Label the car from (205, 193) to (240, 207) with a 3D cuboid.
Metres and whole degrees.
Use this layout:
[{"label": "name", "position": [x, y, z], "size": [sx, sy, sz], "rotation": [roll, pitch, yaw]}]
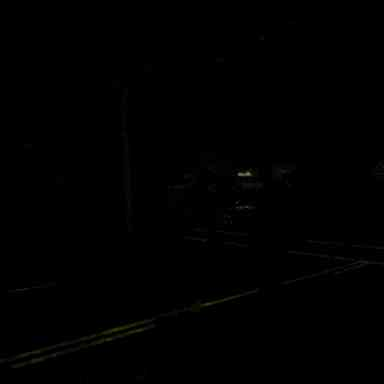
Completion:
[{"label": "car", "position": [3.451, 0.923, 38.451], "size": [1.837, 1.490, 4.892], "rotation": [-2, 1, -37]}]
